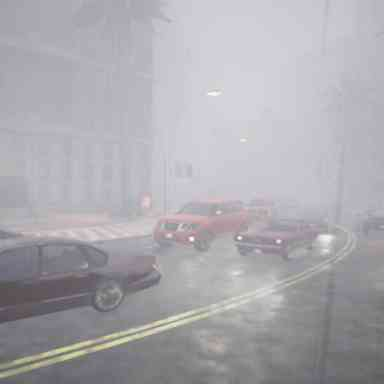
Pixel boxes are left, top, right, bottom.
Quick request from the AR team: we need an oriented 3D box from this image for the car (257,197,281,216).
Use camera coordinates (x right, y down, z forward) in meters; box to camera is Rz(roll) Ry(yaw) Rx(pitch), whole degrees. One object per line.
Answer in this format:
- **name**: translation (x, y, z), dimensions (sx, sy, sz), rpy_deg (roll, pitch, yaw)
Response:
- **car**: translation (5.609, 1.500, 26.513), dimensions (2.150, 2.045, 5.566), rpy_deg (0, -1, 10)

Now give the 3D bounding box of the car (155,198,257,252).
- **car**: translation (0.682, 1.371, 15.218), dimensions (2.150, 2.045, 5.566), rpy_deg (0, -1, 35)

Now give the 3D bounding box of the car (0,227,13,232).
- **car**: translation (-6.451, 1.562, 8.233), dimensions (4.892, 1.490, 1.837), rpy_deg (1, -1, -37)

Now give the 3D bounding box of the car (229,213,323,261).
- **car**: translation (3.518, 1.742, 13.207), dimensions (1.895, 1.301, 4.718), rpy_deg (0, -1, 35)

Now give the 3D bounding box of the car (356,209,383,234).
- **car**: translation (11.316, 1.764, 20.385), dimensions (1.812, 1.442, 4.674), rpy_deg (0, -1, 20)

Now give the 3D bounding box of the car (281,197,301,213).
- **car**: translation (12.249, 1.689, 44.169), dimensions (2.150, 2.045, 5.566), rpy_deg (1, -1, -13)

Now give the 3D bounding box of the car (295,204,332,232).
- **car**: translation (8.030, 1.770, 22.222), dimensions (1.812, 1.442, 4.674), rpy_deg (0, -1, 18)

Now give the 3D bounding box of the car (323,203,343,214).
- **car**: translation (16.407, 2.055, 40.943), dimensions (1.895, 1.301, 4.718), rpy_deg (0, -1, -8)

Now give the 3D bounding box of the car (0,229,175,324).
- **car**: translation (-3.169, 1.597, 6.263), dimensions (5.357, 1.411, 2.033), rpy_deg (1, -1, -38)
